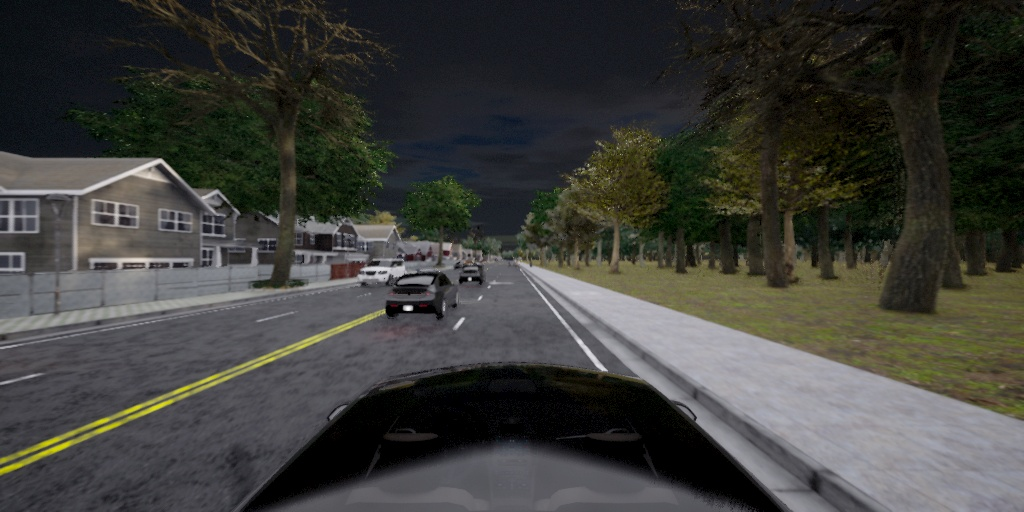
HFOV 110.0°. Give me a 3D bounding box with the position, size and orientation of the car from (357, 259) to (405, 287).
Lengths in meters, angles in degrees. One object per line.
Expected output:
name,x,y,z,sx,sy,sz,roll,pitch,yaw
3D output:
car,-9.846,1.204,27.681,2.150,2.045,5.566,0,-1,0

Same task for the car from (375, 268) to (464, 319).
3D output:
car,-3.153,1.358,13.327,1.837,1.490,4.892,0,0,0

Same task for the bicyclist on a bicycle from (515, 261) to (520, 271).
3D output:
bicyclist on a bicycle,0.897,1.691,59.031,0.866,1.612,1.509,0,-1,0

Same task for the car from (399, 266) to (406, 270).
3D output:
car,-6.596,1.573,26.751,1.895,1.301,4.718,0,-1,0

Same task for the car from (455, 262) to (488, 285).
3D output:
car,-3.150,1.499,29.266,1.837,1.490,4.892,0,0,0
